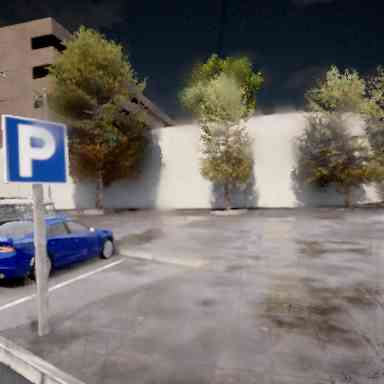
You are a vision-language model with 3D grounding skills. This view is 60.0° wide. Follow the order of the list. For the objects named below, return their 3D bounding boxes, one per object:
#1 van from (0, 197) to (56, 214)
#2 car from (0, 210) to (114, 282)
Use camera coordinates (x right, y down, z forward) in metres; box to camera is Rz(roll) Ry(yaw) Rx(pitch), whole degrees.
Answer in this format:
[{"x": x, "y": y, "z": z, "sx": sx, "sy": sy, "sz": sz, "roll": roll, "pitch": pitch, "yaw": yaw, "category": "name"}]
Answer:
[{"x": -6.543, "y": 1.251, "z": 11.857, "sx": 1.878, "sy": 1.987, "sz": 4.442, "roll": 0, "pitch": -1, "yaw": 17, "category": "van"}, {"x": -4.185, "y": 1.482, "z": 9.935, "sx": 2.097, "sy": 1.535, "sz": 5.008, "roll": 0, "pitch": -1, "yaw": 17, "category": "car"}]
